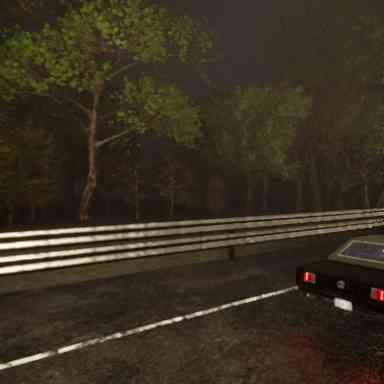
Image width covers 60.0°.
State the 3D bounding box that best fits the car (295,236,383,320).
[{"bbox_3d":[4.330,1.570,6.802,4.718,1.301,1.895,0,0,-35],"label":"car"}]
